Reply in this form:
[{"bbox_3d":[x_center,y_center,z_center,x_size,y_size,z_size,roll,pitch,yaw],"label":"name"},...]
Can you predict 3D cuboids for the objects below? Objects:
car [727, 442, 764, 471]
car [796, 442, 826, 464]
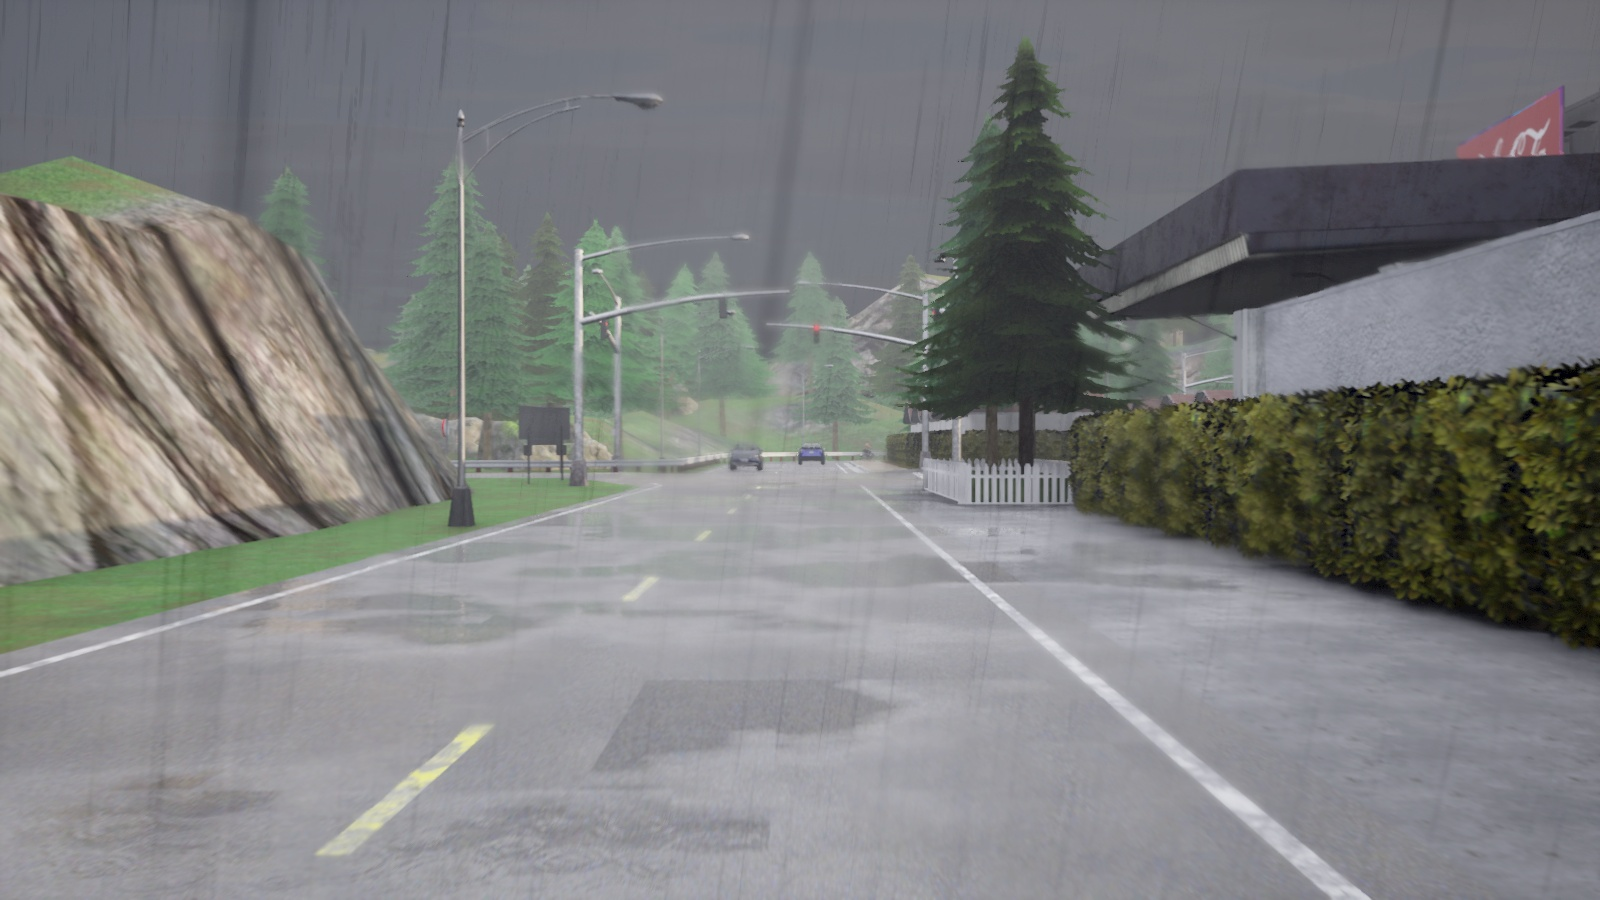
[{"bbox_3d":[-2.890,0.341,67.675,1.789,1.549,3.705,0,0,0],"label":"car"},{"bbox_3d":[0.784,0.202,87.139,2.007,1.525,4.514,0,0,1],"label":"car"}]
